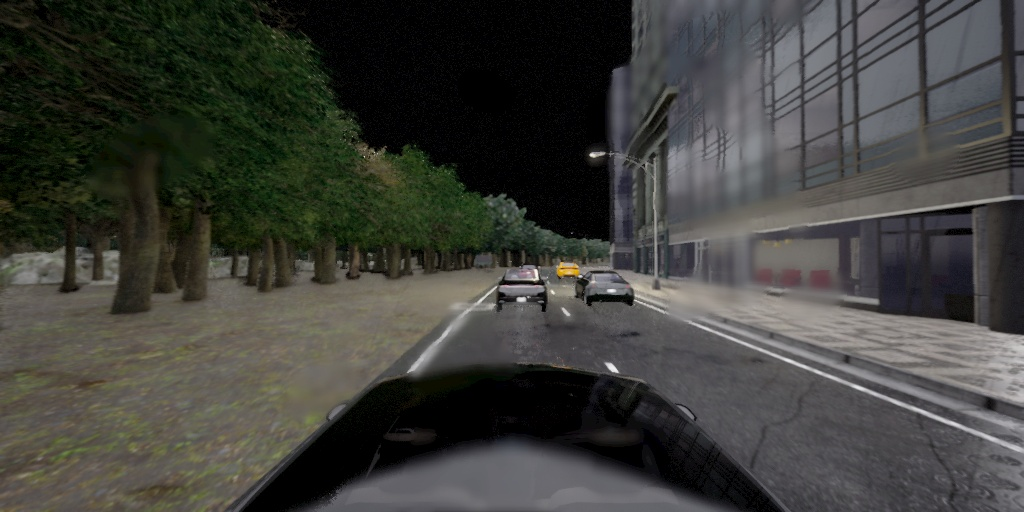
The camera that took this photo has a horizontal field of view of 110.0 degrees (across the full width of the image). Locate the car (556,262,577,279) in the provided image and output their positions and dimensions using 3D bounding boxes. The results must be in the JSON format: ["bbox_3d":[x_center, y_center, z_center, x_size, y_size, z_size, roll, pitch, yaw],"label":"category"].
[{"bbox_3d":[5.246,1.335,33.851,1.882,1.535,5.008,0,0,5],"label":"car"}]

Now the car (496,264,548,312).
[{"bbox_3d":[0.406,1.256,14.432,2.128,1.511,4.902,0,0,2],"label":"car"}]

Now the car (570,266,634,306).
[{"bbox_3d":[3.979,1.335,16.012,1.994,1.385,4.181,0,0,3],"label":"car"}]

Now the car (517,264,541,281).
[{"bbox_3d":[1.565,1.408,32.028,1.994,1.385,4.181,0,0,5],"label":"car"}]
